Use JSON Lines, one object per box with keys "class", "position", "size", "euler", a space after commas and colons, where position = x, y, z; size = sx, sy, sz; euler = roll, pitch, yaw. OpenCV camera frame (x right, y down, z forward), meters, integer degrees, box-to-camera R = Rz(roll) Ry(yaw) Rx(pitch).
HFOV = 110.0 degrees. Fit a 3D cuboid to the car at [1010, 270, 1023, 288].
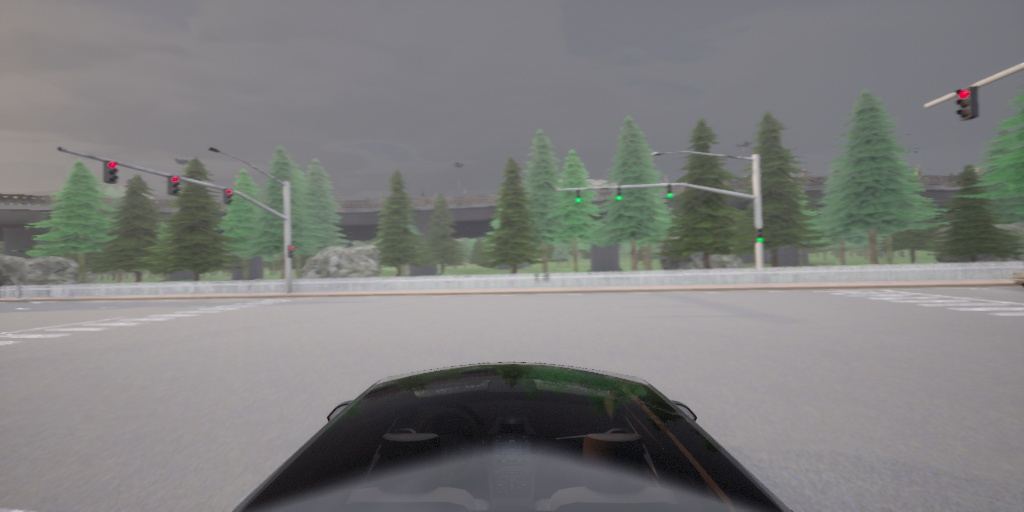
{"class": "car", "position": [24.161, 0.786, 14.699], "size": [4.718, 1.301, 1.895], "euler": [-2, -1, 9]}
